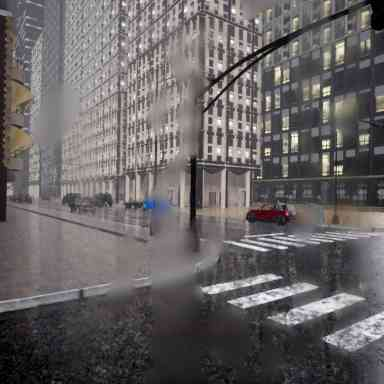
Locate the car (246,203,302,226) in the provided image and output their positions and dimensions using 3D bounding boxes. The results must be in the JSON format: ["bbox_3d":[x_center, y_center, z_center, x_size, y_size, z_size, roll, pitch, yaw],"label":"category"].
[{"bbox_3d":[5.765,1.505,23.947,1.967,1.590,4.097,1,-1,-35],"label":"car"}]

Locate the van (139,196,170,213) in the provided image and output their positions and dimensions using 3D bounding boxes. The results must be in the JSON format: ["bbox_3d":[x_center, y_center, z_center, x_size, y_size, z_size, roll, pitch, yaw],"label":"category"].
[{"bbox_3d":[-4.049,1.382,37.762,1.690,1.788,3.998,1,-1,-35],"label":"van"}]

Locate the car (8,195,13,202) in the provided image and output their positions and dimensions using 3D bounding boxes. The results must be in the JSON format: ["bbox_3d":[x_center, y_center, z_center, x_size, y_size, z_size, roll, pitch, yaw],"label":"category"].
[{"bbox_3d":[-37.056,1.397,69.745,1.947,1.339,4.313,1,-1,-35],"label":"car"}]

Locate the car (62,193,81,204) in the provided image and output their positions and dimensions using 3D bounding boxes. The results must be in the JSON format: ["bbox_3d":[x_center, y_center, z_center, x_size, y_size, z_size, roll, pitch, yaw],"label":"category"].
[{"bbox_3d":[-20.028,1.183,55.613,2.150,2.045,5.566,1,-1,-35],"label":"car"}]

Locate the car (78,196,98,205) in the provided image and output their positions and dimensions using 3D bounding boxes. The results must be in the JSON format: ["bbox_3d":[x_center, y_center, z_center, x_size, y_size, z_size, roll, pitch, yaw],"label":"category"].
[{"bbox_3d":[-18.483,1.526,58.859,1.837,1.490,4.892,1,-1,-35],"label":"car"}]

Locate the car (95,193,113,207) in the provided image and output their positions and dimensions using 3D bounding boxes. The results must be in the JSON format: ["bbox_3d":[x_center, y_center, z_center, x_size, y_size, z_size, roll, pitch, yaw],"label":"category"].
[{"bbox_3d":[-14.474,1.256,53.157,2.150,2.045,5.566,1,-1,-35],"label":"car"}]

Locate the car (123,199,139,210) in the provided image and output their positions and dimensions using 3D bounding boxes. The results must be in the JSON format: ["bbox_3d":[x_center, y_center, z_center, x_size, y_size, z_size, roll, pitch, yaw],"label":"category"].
[{"bbox_3d":[-7.324,1.585,42.365,2.008,1.369,4.403,1,-1,-35],"label":"car"}]

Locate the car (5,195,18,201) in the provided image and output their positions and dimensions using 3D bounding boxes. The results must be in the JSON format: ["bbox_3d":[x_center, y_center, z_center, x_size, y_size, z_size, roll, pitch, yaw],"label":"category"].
[{"bbox_3d":[-40.326,1.378,74.349,2.008,1.369,4.403,1,-1,-35],"label":"car"}]

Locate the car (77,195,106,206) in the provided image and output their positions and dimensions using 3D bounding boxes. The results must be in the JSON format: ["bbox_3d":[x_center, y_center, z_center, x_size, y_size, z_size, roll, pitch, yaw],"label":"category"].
[{"bbox_3d":[-14.565,1.536,48.010,1.994,1.385,4.181,1,-1,-37],"label":"car"}]

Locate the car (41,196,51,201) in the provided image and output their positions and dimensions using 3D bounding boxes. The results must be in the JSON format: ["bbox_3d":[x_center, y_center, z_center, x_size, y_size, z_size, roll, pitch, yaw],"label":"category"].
[{"bbox_3d":[-36.769,1.571,83.806,1.802,1.307,4.206,1,-1,-35],"label":"car"}]

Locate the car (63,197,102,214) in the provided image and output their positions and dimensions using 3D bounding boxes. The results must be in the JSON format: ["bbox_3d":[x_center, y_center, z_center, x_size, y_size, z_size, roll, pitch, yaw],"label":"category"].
[{"bbox_3d":[-10.883,1.427,32.907,2.008,1.369,4.403,1,-1,-35],"label":"car"}]

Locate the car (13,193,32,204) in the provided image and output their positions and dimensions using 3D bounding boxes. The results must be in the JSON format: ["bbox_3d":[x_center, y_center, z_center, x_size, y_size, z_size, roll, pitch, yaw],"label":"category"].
[{"bbox_3d":[-30.508,1.155,60.538,2.192,1.841,5.009,1,-1,-35],"label":"car"}]
